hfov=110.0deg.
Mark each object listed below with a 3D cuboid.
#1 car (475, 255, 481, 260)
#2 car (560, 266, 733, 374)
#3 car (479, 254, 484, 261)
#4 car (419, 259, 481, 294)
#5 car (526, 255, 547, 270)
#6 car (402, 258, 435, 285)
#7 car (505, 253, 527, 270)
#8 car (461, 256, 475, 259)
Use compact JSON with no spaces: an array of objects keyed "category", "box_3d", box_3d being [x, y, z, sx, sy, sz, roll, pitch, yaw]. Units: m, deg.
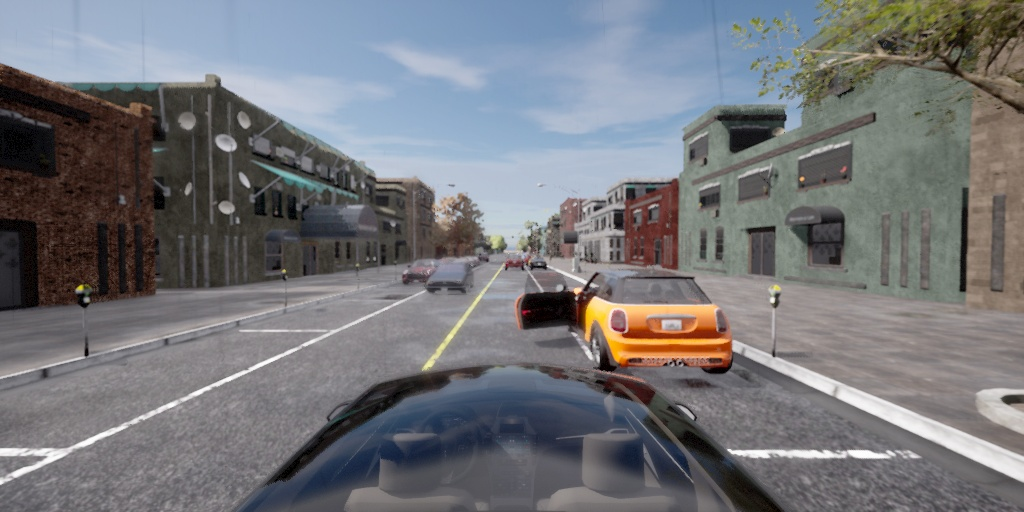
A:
[{"category":"car","box_3d":[-5.473,0.754,45.166,2.007,1.370,4.403,0,0,0]},{"category":"car","box_3d":[2.419,1.028,7.533,2.097,1.767,4.553,0,1,0]},{"category":"car","box_3d":[-5.445,0.715,50.715,1.802,1.307,4.207,0,0,0]},{"category":"car","box_3d":[-3.016,1.084,18.703,2.033,1.411,5.357,0,1,0]},{"category":"car","box_3d":[2.881,0.837,39.580,1.948,1.339,4.313,0,0,0]},{"category":"car","box_3d":[-5.581,0.924,22.975,1.967,1.591,4.097,0,0,0]},{"category":"car","box_3d":[0.278,0.616,40.208,2.097,1.767,4.553,0,1,0]},{"category":"car","box_3d":[-5.500,0.856,39.619,1.802,1.307,4.207,0,0,0]}]
